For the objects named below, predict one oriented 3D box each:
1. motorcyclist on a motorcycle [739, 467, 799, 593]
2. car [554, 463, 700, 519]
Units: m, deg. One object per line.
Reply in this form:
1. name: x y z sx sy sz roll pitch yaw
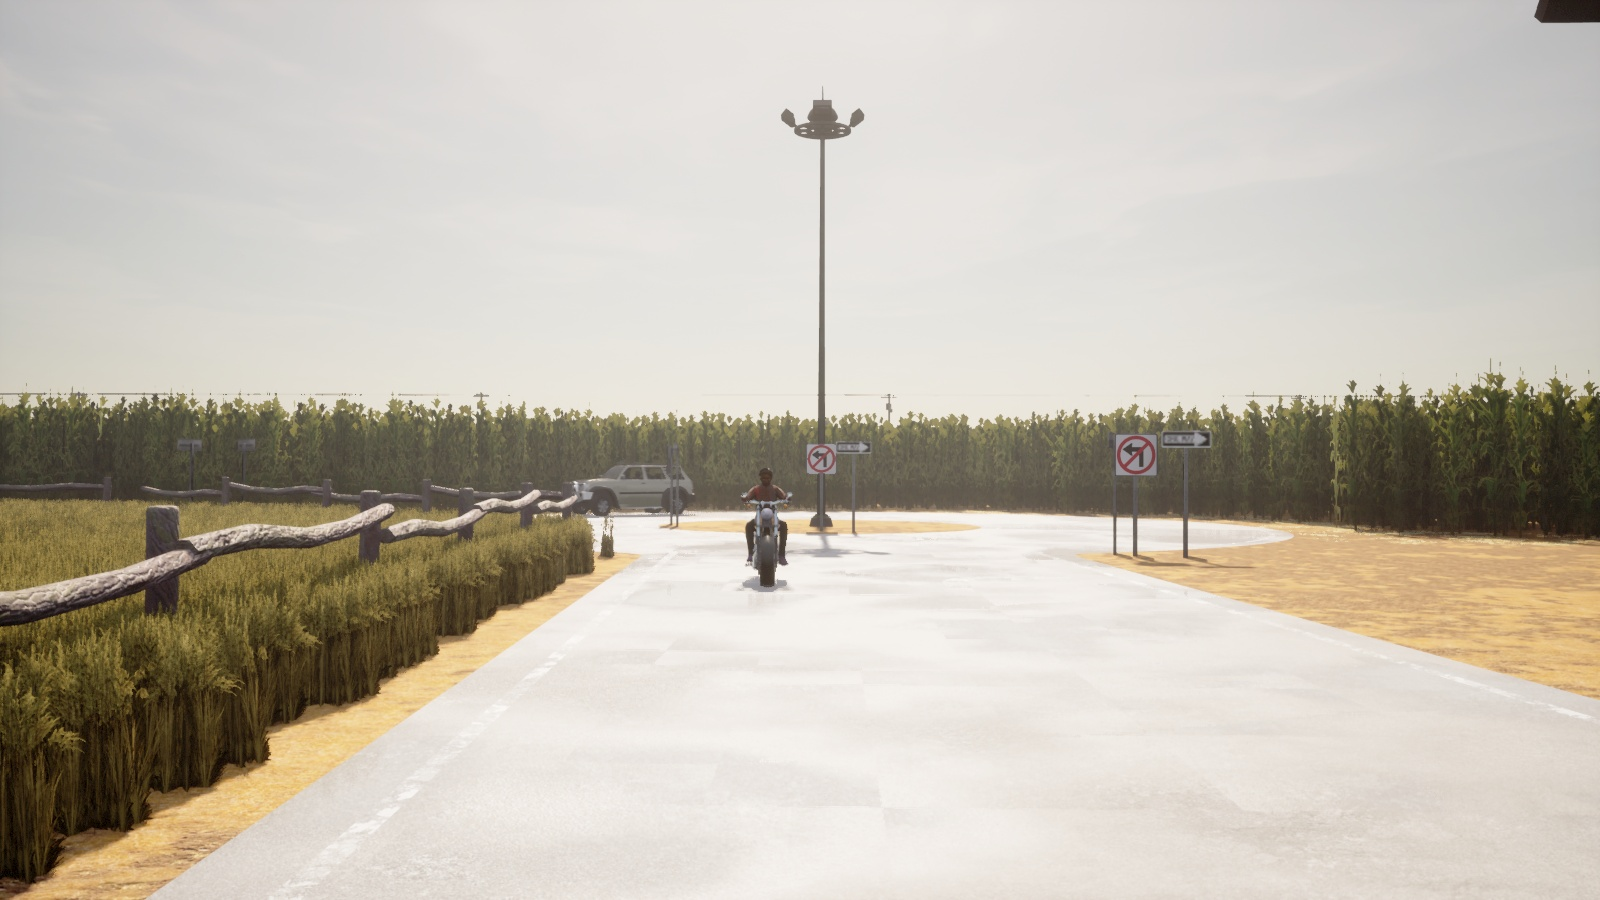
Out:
1. motorcyclist on a motorcycle: -0.459 1.062 17.606 0.766 1.649 2.350 0 -1 -3
2. car: -5.951 1.382 43.401 4.605 1.855 1.932 0 -2 -36
